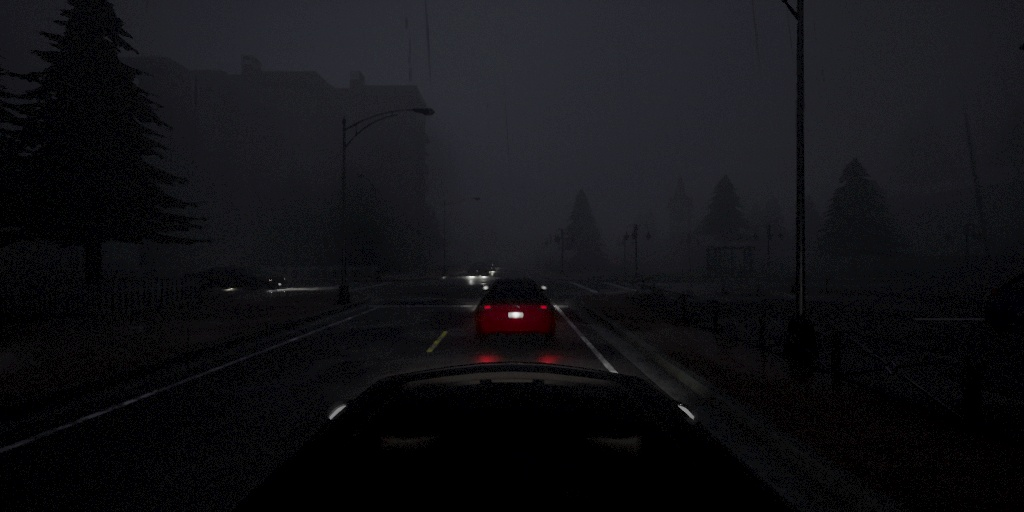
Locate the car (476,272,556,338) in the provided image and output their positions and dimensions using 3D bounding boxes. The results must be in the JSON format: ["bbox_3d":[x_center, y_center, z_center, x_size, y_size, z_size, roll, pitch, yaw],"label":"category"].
[{"bbox_3d":[0.081,1.331,10.276,1.994,1.385,4.181,0,0,0],"label":"car"}]

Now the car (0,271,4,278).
[{"bbox_3d":[-34.914,1.023,21.892,5.566,2.045,2.150,0,0,0],"label":"car"}]

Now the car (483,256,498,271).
[{"bbox_3d":[-3.559,1.198,51.522,2.097,1.767,4.553,0,0,0],"label":"car"}]

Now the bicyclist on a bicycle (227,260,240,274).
[{"bbox_3d":[-22.958,1.119,29.451,0.582,1.620,1.656,0,0,-1],"label":"bicyclist on a bicycle"}]

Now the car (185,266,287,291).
[{"bbox_3d":[-16.940,1.352,22.025,5.357,1.411,2.033,0,0,-1],"label":"car"}]

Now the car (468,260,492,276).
[{"bbox_3d":[-3.569,1.384,38.635,1.994,1.385,4.181,0,0,0],"label":"car"}]
